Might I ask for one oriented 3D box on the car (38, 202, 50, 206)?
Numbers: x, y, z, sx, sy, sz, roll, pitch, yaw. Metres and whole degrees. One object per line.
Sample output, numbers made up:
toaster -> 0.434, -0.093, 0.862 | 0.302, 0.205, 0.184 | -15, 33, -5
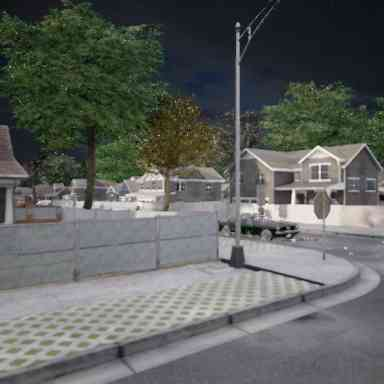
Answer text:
car -> -26.378, 2.576, 59.141 | 1.812, 1.442, 4.674 | 0, -1, -36

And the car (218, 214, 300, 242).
car -> 3.453, 1.864, 18.102 | 1.895, 1.301, 4.718 | 0, -1, -36

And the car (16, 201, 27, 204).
car -> -39.532, 2.743, 77.238 | 1.882, 1.535, 5.008 | 0, -1, -36
